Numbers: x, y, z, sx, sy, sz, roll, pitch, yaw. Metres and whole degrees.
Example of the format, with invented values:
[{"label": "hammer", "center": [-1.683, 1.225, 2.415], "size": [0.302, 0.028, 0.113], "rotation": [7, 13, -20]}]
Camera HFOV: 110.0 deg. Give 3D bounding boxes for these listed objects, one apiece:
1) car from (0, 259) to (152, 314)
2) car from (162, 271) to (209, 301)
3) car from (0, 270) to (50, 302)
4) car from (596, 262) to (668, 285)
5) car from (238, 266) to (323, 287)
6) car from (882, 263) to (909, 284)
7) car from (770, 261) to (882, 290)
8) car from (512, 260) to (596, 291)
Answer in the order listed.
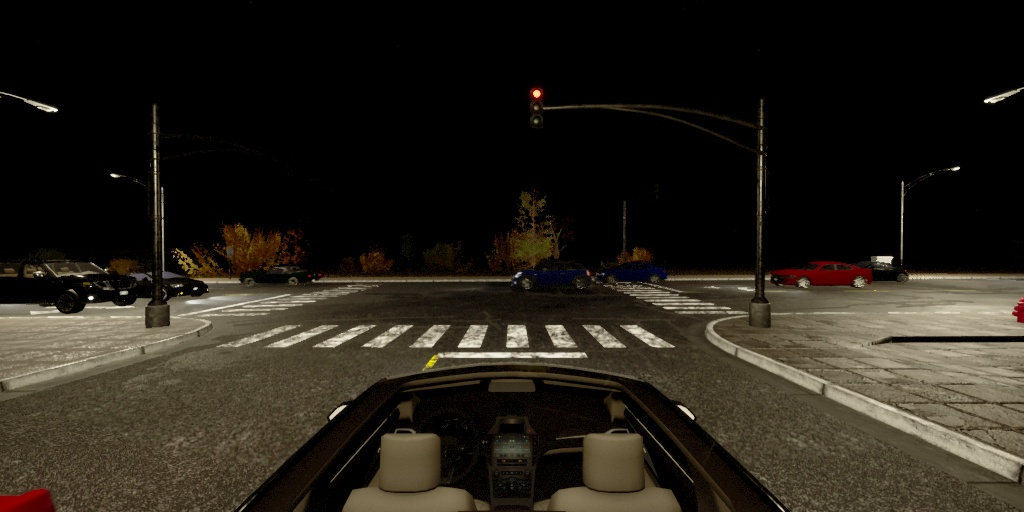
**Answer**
[{"label": "car", "center": [-18.277, 1.140, 14.352], "size": [5.566, 2.045, 2.150], "rotation": [0, 1, 0]}, {"label": "car", "center": [-17.522, 1.437, 17.602], "size": [4.181, 1.385, 1.994], "rotation": [0, 1, 0]}, {"label": "car", "center": [-26.762, 1.482, 17.672], "size": [5.357, 1.411, 2.033], "rotation": [0, 1, 0]}, {"label": "car", "center": [7.977, 1.148, 24.104], "size": [4.674, 1.442, 1.812], "rotation": [0, 1, 0]}, {"label": "car", "center": [-15.626, 1.376, 24.288], "size": [4.718, 1.301, 1.895], "rotation": [0, 1, 0]}, {"label": "car", "center": [23.669, 1.091, 23.983], "size": [4.181, 1.385, 1.994], "rotation": [0, 1, 1]}, {"label": "car", "center": [17.807, 1.080, 20.780], "size": [5.008, 1.535, 1.882], "rotation": [0, 1, 0]}, {"label": "car", "center": [2.252, 1.044, 20.904], "size": [4.553, 1.767, 2.097], "rotation": [0, 0, 0]}]
